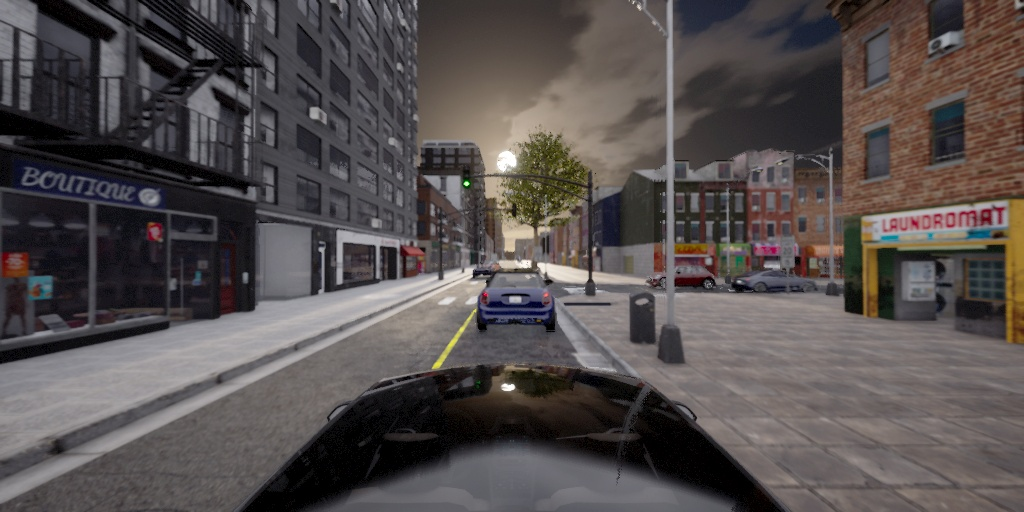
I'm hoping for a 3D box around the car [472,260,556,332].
[{"bbox_3d":[0.212,1.137,11.239,2.097,1.767,4.553,0,0,3],"label":"car"}]

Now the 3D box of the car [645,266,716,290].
[{"bbox_3d":[10.921,1.344,23.532,4.097,1.591,1.967,0,0,0],"label":"car"}]

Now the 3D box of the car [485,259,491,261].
[{"bbox_3d":[-2.831,1.275,45.742,2.097,1.767,4.553,0,0,0],"label":"car"}]

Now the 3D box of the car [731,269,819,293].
[{"bbox_3d":[15.191,1.474,20.832,4.181,1.385,1.994,0,0,0],"label":"car"}]

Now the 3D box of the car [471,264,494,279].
[{"bbox_3d":[-2.838,1.482,35.701,1.895,1.301,4.718,0,0,0],"label":"car"}]
